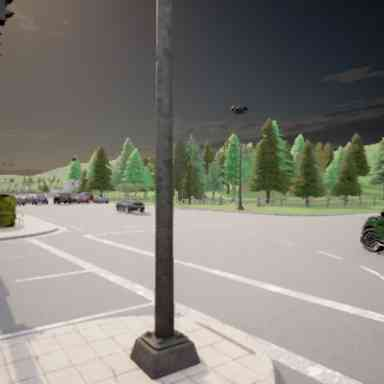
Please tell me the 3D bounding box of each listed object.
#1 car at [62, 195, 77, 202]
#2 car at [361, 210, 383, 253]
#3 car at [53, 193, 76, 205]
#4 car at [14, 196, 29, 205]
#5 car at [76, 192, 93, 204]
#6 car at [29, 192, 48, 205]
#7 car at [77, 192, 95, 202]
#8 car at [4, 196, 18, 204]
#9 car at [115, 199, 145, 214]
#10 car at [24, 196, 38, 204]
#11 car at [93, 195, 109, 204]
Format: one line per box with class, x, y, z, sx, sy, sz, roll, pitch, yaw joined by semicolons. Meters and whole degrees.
car;-25.412;1.354;68.742;1.994;1.385;4.181;0;0;-35
car;7.549;1.201;10.417;2.150;2.045;5.566;1;0;2
car;-22.938;1.198;58.983;2.150;2.045;5.566;0;0;-35
car;-29.517;1.551;56.363;1.994;1.385;4.181;0;0;-34
car;-20.647;1.321;61.825;2.097;1.767;4.553;0;0;-35
car;-26.789;1.333;58.574;2.097;1.767;4.553;0;0;-34
car;-22.548;1.021;70.752;2.150;2.045;5.566;0;0;-35
car;-34.644;1.487;63.636;1.837;1.490;4.892;0;0;-35
car;-6.684;1.480;35.538;1.837;1.490;4.892;0;0;-34
car;-31.926;1.505;65.858;1.812;1.442;4.674;0;0;-35
car;-17.327;1.527;63.177;1.994;1.385;4.181;0;0;-35
